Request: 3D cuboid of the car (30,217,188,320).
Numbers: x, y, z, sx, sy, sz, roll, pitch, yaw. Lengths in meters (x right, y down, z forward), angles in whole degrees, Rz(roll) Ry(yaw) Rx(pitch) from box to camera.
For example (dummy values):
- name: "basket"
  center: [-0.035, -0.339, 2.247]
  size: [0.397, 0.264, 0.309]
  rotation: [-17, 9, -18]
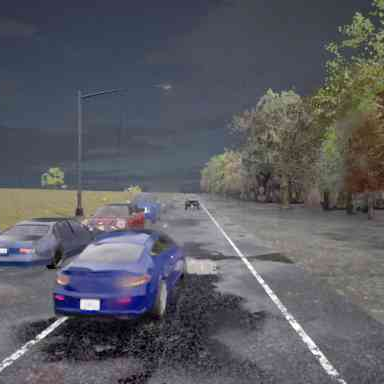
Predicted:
- name: "car"
  center: [-1.240, 1.526, 7.311]
  size: [1.812, 1.442, 4.674]
  rotation: [0, 0, 8]

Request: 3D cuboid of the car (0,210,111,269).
- name: "car"
  center: [-4.642, 1.549, 11.023]
  size: [2.033, 1.411, 5.357]
  rotation: [0, 0, 5]

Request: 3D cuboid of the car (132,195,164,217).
- name: "car"
  center: [-3.625, 1.223, 25.239]
  size: [2.150, 2.045, 5.566]
  rotation: [0, 0, -1]

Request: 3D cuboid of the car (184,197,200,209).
- name: "car"
  center: [0.024, 1.500, 44.326]
  size: [1.837, 1.490, 4.892]
  rotation: [0, 0, 0]

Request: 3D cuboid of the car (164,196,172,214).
- name: "car"
  center: [-3.622, 1.351, 35.244]
  size: [2.097, 1.767, 4.553]
  rotation: [0, 0, 0]

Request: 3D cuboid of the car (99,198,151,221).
- name: "car"
  center: [-3.597, 1.354, 15.819]
  size: [2.097, 1.767, 4.553]
  rotation: [0, 0, 5]

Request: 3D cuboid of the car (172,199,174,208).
- name: "car"
  center: [-3.630, 1.347, 45.250]
  size: [2.097, 1.767, 4.553]
  rotation: [0, 0, 0]
